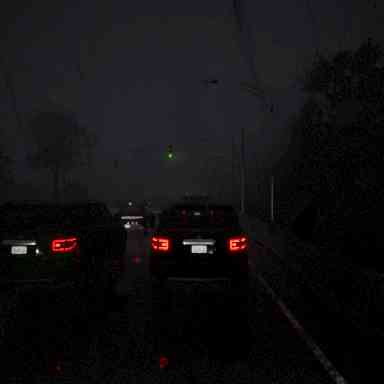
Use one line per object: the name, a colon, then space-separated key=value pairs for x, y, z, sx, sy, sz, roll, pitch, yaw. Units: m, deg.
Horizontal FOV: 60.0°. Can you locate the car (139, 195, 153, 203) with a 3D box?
car: x=-9.267 y=1.404 z=67.531 sx=1.882 sy=1.535 sz=5.008 roll=0 pitch=1 yaw=2

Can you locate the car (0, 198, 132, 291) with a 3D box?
car: x=-3.330 y=1.221 z=9.145 sx=2.150 sy=2.045 sz=5.566 roll=0 pitch=0 yaw=1

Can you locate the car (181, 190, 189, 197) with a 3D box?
car: x=-1.807 y=0.294 z=87.686 sx=1.882 sy=1.535 sz=5.008 roll=0 pitch=3 yaw=1

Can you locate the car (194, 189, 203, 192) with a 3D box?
car: x=1.472 y=0.850 z=77.573 sx=2.097 sy=1.767 sz=4.553 roll=0 pitch=3 yaw=1

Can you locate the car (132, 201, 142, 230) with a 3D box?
car: x=-3.186 y=1.492 z=19.043 sx=2.128 sy=1.511 sz=4.902 roll=0 pitch=0 yaw=1

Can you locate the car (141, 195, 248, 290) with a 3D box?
car: x=0.171 y=1.221 z=9.233 sx=2.150 sy=2.045 sz=5.566 roll=0 pitch=0 yaw=1

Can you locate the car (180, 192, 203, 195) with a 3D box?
car: x=0.328 y=1.222 z=19.562 sx=2.150 sy=2.045 sz=5.566 roll=0 pitch=0 yaw=1

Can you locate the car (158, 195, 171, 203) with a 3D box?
car: x=-5.711 y=1.424 z=69.323 sx=2.033 sy=1.411 sz=5.357 roll=0 pitch=2 yaw=1

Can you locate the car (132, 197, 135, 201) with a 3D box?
car: x=-9.789 y=1.564 z=47.373 sx=1.994 sy=1.385 sz=4.181 roll=0 pitch=0 yaw=1

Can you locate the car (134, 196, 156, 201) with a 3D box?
car: x=-6.312 y=1.601 z=46.378 sx=1.895 sy=1.301 sz=4.718 roll=0 pitch=0 yaw=1

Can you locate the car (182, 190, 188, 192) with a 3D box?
car: x=-2.036 y=1.053 z=77.274 sx=2.033 sy=1.411 sz=5.357 roll=0 pitch=3 yaw=1
